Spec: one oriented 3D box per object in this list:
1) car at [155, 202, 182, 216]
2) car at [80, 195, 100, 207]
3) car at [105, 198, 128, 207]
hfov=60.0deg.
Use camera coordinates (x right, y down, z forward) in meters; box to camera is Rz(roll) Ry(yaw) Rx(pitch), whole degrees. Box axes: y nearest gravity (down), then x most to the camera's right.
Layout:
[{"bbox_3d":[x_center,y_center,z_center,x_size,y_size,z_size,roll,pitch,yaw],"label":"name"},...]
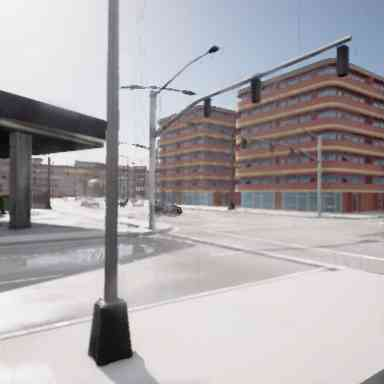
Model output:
[{"bbox_3d":[-2.813,1.731,35.056,1.994,1.385,4.181,1,0,-36],"label":"car"},{"bbox_3d":[-16.374,1.689,53.502,1.812,1.442,4.674,1,-1,-36],"label":"car"},{"bbox_3d":[-12.330,1.745,54.028,2.033,1.411,5.357,1,0,-36],"label":"car"}]
